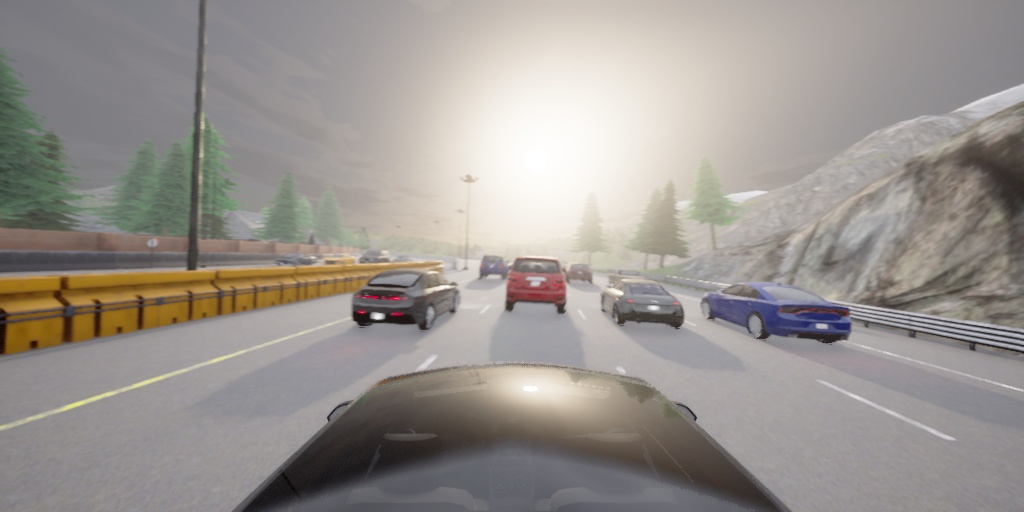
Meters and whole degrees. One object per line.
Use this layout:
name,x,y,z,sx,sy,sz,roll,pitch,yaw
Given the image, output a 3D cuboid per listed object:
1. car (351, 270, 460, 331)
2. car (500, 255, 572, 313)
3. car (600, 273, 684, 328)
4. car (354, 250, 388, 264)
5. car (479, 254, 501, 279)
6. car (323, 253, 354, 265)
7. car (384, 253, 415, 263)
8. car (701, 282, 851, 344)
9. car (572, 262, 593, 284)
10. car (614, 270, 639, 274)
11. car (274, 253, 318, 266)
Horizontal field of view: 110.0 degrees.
car,-2.857,1.137,10.627,1.837,1.490,4.892,2,0,5
car,1.013,1.014,14.630,2.150,2.045,5.566,2,0,5
car,4.317,1.492,12.454,1.994,1.385,4.181,2,0,5
car,-15.727,0.322,41.308,2.150,2.045,5.566,2,0,-2
car,-1.501,0.910,30.749,2.150,2.045,5.566,2,0,2
car,-19.202,0.434,40.178,1.882,1.535,5.008,2,0,-2
car,-12.238,0.738,40.412,2.128,1.511,4.902,2,0,-2
car,7.720,1.546,11.134,1.882,1.535,5.008,2,0,5
car,5.448,1.326,30.389,2.097,1.767,4.553,2,0,2
car,8.861,1.716,28.169,1.895,1.301,4.718,2,0,3
car,-22.612,0.363,37.854,2.033,1.411,5.357,2,0,-1
